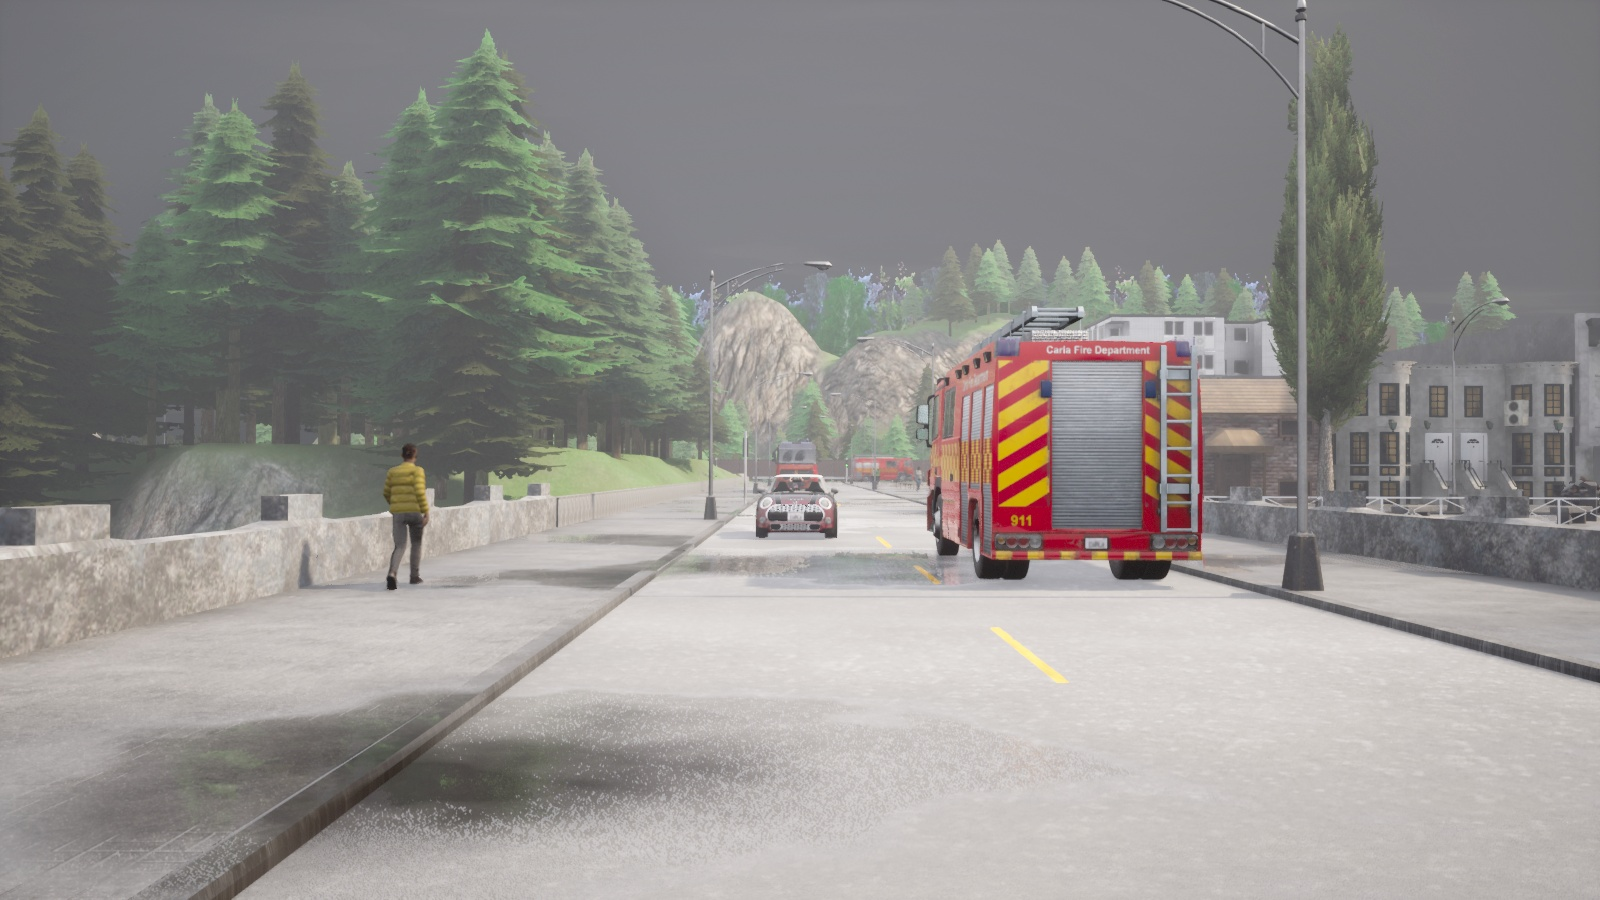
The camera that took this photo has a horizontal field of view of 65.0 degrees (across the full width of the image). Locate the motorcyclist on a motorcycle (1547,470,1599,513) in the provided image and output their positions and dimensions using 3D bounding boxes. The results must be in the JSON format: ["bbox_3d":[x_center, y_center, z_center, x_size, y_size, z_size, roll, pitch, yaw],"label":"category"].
[{"bbox_3d":[28.582,1.502,45.783,2.191,1.530,0.866,0,-1,0],"label":"motorcyclist on a motorcycle"}]

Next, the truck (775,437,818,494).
[{"bbox_3d":[-0.225,1.134,88.578,2.891,3.827,8.468,0,-1,0],"label":"truck"}]

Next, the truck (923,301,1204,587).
[{"bbox_3d":[3.942,-0.013,21.061,2.891,3.827,8.468,0,-1,0],"label":"truck"}]

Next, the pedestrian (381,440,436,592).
[{"bbox_3d":[-4.858,0.805,15.605,0.431,1.840,0.709,0,-1,3],"label":"pedestrian"}]

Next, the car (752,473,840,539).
[{"bbox_3d":[-0.034,1.284,30.087,1.970,1.475,3.806,0,-1,2],"label":"car"}]
